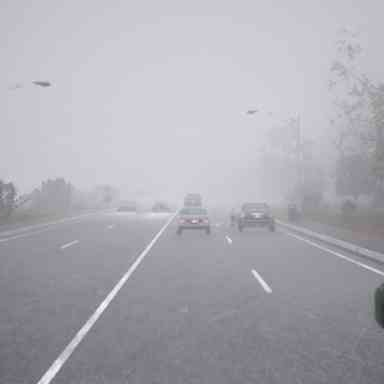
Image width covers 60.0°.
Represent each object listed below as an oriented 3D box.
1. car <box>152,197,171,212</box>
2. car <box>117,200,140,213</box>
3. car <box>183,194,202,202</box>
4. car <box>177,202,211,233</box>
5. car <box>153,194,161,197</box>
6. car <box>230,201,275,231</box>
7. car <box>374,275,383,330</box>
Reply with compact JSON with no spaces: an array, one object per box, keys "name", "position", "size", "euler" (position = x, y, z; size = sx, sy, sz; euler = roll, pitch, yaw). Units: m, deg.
[{"name":"car","position":[-3.587,1.606,38.942],"size":[1.895,1.301,4.718],"euler":[0,0,0]},{"name":"car","position":[-7.086,1.569,37.347],"size":[1.994,1.385,4.181],"euler":[0,0,0]},{"name":"car","position":[0.104,1.227,41.771],"size":[2.150,2.045,5.566],"euler":[0,0,0]},{"name":"car","position":[0.103,1.550,19.529],"size":[2.033,1.411,5.357],"euler":[0,0,0]},{"name":"car","position":[-8.136,1.245,78.065],"size":[1.882,1.535,5.008],"euler":[0,0,-5]},{"name":"car","position":[3.603,1.354,20.485],"size":[2.097,1.767,4.553],"euler":[0,0,0]},{"name":"car","position":[3.599,1.222,2.238],"size":[2.150,2.045,5.566],"euler":[0,0,0]}]
